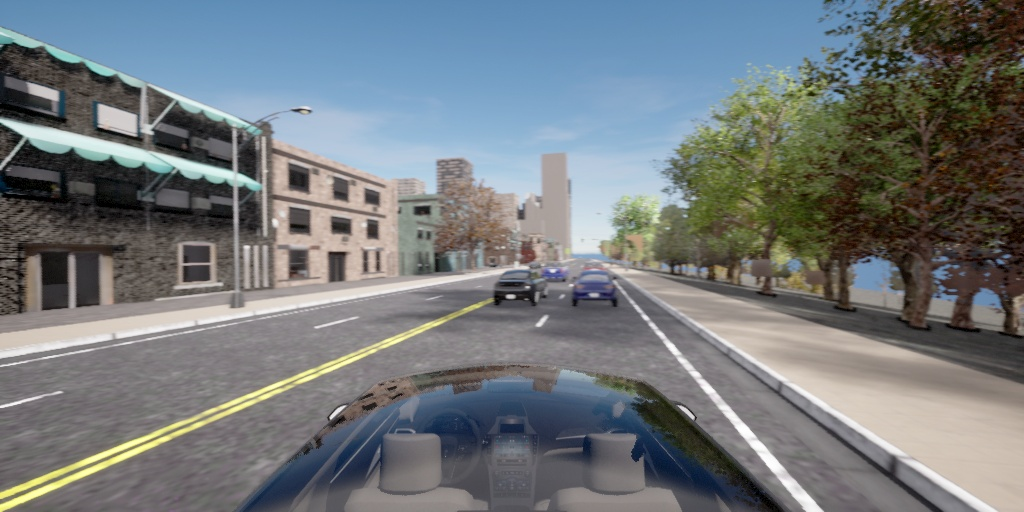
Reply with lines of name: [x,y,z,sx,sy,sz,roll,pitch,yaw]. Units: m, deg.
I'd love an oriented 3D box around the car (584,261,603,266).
car: [6.934,1.235,30.338,2.097,1.767,4.553,-1,-1,13]

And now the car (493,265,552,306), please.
car: [0.491,1.368,16.643,1.837,1.490,4.892,-1,0,13]

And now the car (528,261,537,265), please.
car: [4.040,1.659,63.521,1.882,1.535,5.008,-1,0,12]

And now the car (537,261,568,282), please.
car: [3.766,1.280,31.057,2.097,1.767,4.553,-1,-1,13]

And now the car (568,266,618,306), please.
car: [3.679,1.340,16.005,1.812,1.442,4.674,-1,0,13]
